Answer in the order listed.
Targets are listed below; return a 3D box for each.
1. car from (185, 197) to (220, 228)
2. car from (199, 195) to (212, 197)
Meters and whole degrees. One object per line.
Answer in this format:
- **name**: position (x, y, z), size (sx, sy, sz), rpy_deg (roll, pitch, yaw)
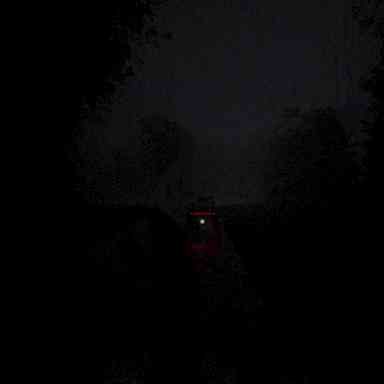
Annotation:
- **car**: position (0.640, 1.290, 20.234), size (1.837, 1.490, 4.892), rpy_deg (0, 1, 2)
- **car**: position (1.557, 1.022, 37.088), size (2.128, 1.511, 4.902), rpy_deg (0, 1, 6)
